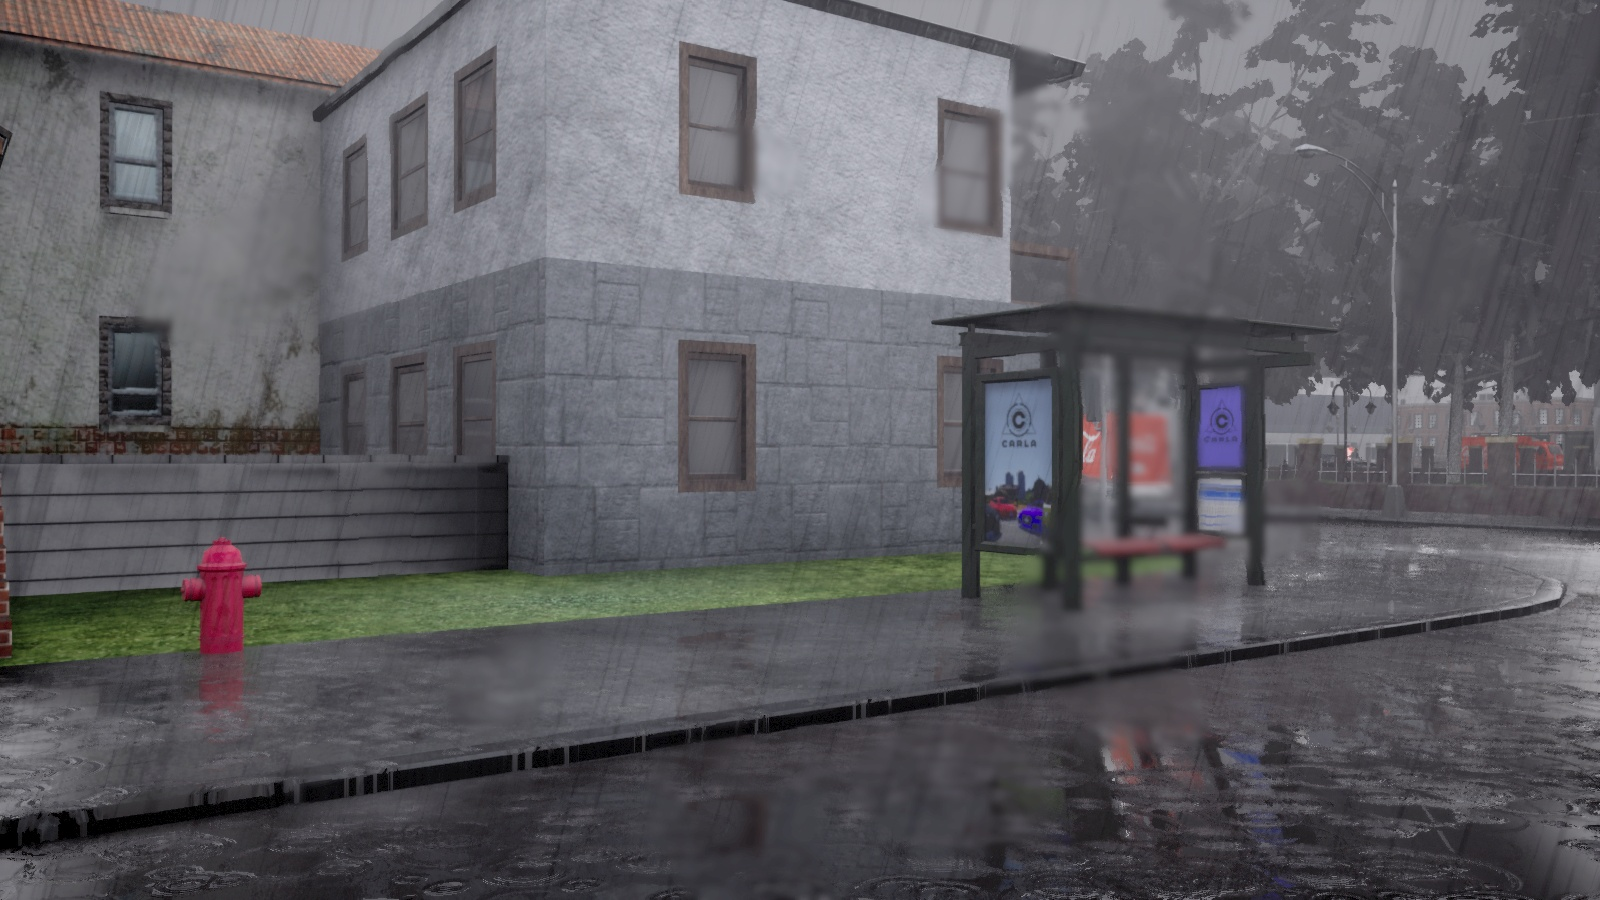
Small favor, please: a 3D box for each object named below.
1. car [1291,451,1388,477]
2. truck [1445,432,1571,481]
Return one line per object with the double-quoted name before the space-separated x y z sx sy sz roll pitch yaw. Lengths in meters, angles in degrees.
"car" 31.988 0.815 74.606 2.128 1.511 4.902 0 0 -35
"truck" 37.575 0.342 66.726 2.627 2.467 5.204 0 0 -35
